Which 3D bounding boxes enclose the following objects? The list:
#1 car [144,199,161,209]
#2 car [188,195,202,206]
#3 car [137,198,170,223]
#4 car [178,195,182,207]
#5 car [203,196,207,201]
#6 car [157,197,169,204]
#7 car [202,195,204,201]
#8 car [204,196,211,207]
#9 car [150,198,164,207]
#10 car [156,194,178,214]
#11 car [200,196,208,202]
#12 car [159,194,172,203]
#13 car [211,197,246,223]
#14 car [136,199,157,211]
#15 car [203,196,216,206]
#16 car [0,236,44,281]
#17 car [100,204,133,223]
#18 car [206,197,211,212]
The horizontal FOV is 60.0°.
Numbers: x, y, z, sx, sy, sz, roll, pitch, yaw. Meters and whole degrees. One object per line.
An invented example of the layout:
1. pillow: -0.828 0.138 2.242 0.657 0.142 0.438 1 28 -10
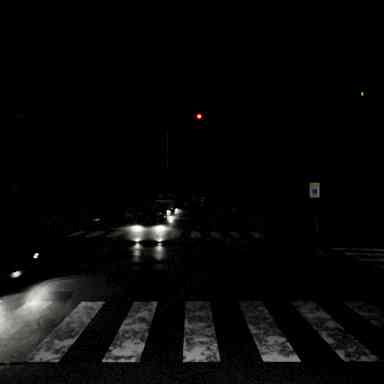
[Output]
1. car: -5.561 1.616 47.095 1.802 1.307 4.206 0 0 0
2. car: 0.339 1.605 55.858 1.994 1.385 4.181 0 0 0
3. car: -2.992 1.488 25.670 1.882 1.535 5.008 0 0 0
4. car: -2.885 1.526 47.105 2.128 1.511 4.902 0 0 0
5. car: 2.964 1.585 47.065 2.008 1.369 4.403 0 0 0
6. car: -5.490 1.634 63.466 1.802 1.307 4.206 0 0 0
7. car: 2.988 1.480 52.521 1.967 1.590 4.097 0 0 0
8. car: 2.940 1.578 41.608 2.008 1.369 4.403 0 0 0
9. car: -5.537 1.622 52.552 1.802 1.307 4.206 0 0 0
10. car: -2.945 1.243 36.094 2.150 2.045 5.566 0 0 0
11. car: 2.682 1.572 75.896 1.837 1.490 4.892 0 0 0
12. car: -5.466 1.374 68.923 2.192 1.841 5.009 0 0 0
13. car: 2.869 1.325 25.239 2.192 1.841 5.009 0 0 0
14. car: -5.585 1.578 41.638 2.008 1.369 4.403 0 0 0
15. car: 3.012 1.486 57.978 1.967 1.590 4.097 0 0 0
16. car: -6.559 1.463 8.682 5.357 1.411 2.033 2 1 20
17. car: -5.656 1.576 25.267 1.947 1.339 4.313 0 0 0
18. car: 2.916 1.588 36.152 1.947 1.339 4.313 0 0 0
